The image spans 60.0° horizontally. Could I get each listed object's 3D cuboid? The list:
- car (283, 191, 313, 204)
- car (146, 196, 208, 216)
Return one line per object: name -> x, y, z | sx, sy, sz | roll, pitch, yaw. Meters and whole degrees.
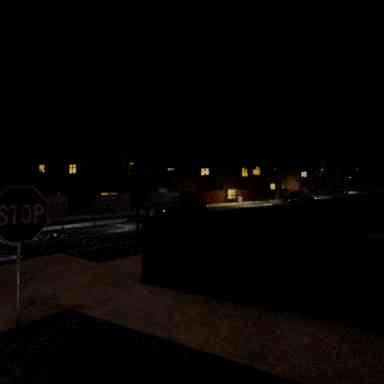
car -> 11.830, 0.652, 36.967 | 1.837, 1.490, 4.892 | 1, 2, 41
car -> -0.908, 1.069, 22.074 | 2.128, 1.511, 4.902 | 1, 2, 40
